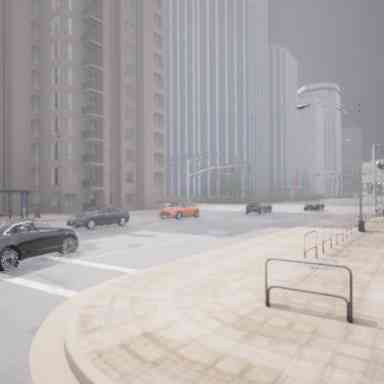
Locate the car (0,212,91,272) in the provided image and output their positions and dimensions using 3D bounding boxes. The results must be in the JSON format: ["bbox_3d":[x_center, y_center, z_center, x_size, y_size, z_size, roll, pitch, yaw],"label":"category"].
[{"bbox_3d":[-5.950,1.673,11.580,2.128,1.511,4.902,-1,-1,16],"label":"car"}]

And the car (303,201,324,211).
[{"bbox_3d":[17.113,1.970,46.522,1.895,1.301,4.718,-1,-1,34],"label":"car"}]

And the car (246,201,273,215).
[{"bbox_3d":[7.934,1.856,39.071,1.837,1.490,4.892,-1,-1,34],"label":"car"}]

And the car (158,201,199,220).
[{"bbox_3d":[-1.228,1.687,32.009,2.097,1.767,4.553,-1,-1,34],"label":"car"}]

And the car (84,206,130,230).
[{"bbox_3d":[-6.644,1.798,23.947,1.837,1.490,4.892,-1,-1,34],"label":"car"}]
